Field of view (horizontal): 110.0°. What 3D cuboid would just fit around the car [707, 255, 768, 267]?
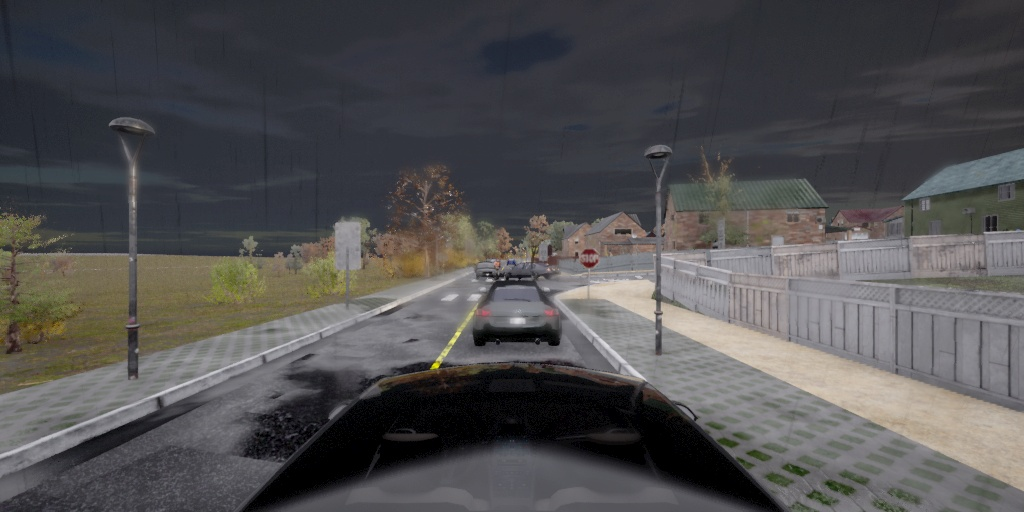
[{"bbox_3d":[14.352,0.413,22.815,4.181,1.385,1.994,-3,0,16],"label":"car"}]

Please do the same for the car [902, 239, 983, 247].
[{"bbox_3d":[23.857,-0.208,20.409,4.902,1.511,2.128,-3,0,14],"label":"car"}]

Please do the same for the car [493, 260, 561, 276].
[{"bbox_3d":[1.293,1.198,28.417,5.357,1.411,2.033,-4,-3,43],"label":"car"}]

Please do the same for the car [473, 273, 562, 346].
[{"bbox_3d":[0.089,1.313,9.400,1.994,1.385,4.181,0,0,-1],"label":"car"}]

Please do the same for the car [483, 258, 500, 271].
[{"bbox_3d":[-2.928,1.121,51.139,2.097,1.767,4.553,0,0,1],"label":"car"}]

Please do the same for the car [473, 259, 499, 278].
[{"bbox_3d":[-2.299,1.258,31.322,1.837,1.490,4.892,0,0,-8],"label":"car"}]
